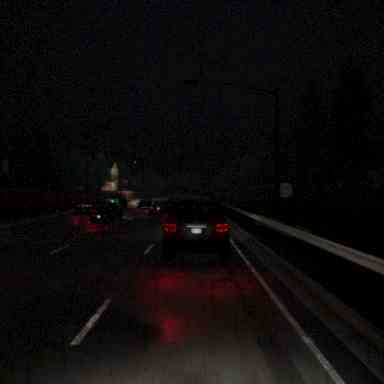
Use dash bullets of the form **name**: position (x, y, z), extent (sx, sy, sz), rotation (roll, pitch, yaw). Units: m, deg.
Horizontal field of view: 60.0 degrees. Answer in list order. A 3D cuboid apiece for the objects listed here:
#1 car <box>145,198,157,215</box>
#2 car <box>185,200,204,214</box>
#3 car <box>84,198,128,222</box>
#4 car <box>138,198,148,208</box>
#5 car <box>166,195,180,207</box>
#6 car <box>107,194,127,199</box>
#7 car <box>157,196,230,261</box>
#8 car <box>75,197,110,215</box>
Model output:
- **car**: position (-3.266, 1.621, 34.368), extent (1.994, 1.385, 4.181), rotation (0, 0, 0)
- **car**: position (0.247, 1.639, 37.634), extent (1.994, 1.385, 4.181), rotation (0, 0, 0)
- **car**: position (-6.799, 1.539, 26.714), extent (1.837, 1.490, 4.892), rotation (0, 0, 0)
- **car**: position (-6.719, 1.601, 48.873), extent (1.812, 1.442, 4.674), rotation (0, 0, 0)
- **car**: position (-3.164, 1.450, 55.286), extent (2.097, 1.767, 4.553), rotation (0, 0, -1)
- **car**: position (-10.308, 1.283, 45.641), extent (2.150, 2.045, 5.566), rotation (0, 0, 1)
- **car**: position (0.143, 1.248, 12.580), extent (2.150, 2.045, 5.566), rotation (0, 0, 0)
- **car**: position (-10.367, 1.528, 34.073), extent (2.128, 1.511, 4.902), rotation (0, 0, 0)
